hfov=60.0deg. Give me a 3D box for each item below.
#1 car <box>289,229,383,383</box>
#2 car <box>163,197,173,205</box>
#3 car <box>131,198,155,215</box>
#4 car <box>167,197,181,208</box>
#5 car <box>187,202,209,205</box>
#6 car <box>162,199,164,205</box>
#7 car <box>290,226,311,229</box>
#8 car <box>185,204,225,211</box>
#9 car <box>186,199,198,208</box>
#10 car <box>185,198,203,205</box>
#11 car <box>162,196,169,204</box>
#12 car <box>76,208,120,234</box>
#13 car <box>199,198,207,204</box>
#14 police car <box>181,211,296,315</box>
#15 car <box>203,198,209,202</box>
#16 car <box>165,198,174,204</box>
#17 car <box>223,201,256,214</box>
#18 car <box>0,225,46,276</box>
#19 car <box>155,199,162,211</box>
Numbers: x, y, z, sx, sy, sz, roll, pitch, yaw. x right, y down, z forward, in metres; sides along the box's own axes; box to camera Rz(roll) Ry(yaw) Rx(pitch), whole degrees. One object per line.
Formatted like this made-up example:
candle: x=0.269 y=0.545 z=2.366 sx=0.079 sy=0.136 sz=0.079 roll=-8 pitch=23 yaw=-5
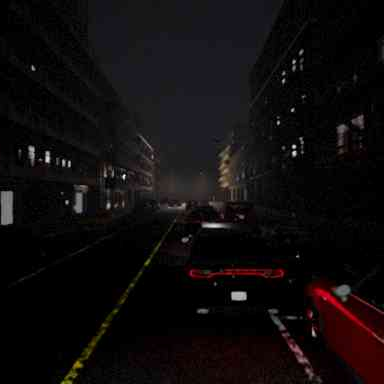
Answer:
car: x=2.697 y=1.471 z=3.699 sx=1.967 sy=1.590 sz=4.097 roll=0 pitch=0 yaw=0
car: x=-5.589 y=2.042 z=76.983 sx=1.967 sy=1.590 sz=4.097 roll=0 pitch=0 yaw=0
car: x=-5.640 y=1.739 z=37.531 sx=1.967 sy=1.590 sz=4.097 roll=0 pitch=0 yaw=0
car: x=-2.924 y=1.986 z=58.506 sx=1.812 sy=1.442 sz=4.674 roll=0 pitch=0 yaw=0
car: x=0.815 y=1.696 z=23.805 sx=1.837 sy=1.490 sz=4.892 roll=0 pitch=0 yaw=-2
car: x=-5.626 y=1.968 z=48.802 sx=1.802 sy=1.307 sz=4.206 roll=0 pitch=0 yaw=0
car: x=2.705 y=1.627 z=9.333 sx=2.008 sy=1.369 sz=4.403 roll=0 pitch=0 yaw=0
car: x=0.690 y=1.626 z=17.902 sx=1.882 sy=1.535 sz=5.008 roll=0 pitch=-1 yaw=5
car: x=0.077 y=2.013 z=59.212 sx=2.033 sy=1.411 sz=5.357 roll=0 pitch=0 yaw=0
car: x=0.069 y=1.852 z=45.518 sx=2.128 sy=1.511 sz=4.902 roll=0 pitch=0 yaw=0
car: x=-5.595 y=1.874 z=71.349 sx=2.192 sy=1.841 sz=5.009 roll=0 pitch=0 yaw=0
car: x=-5.662 y=1.690 z=20.450 sx=1.752 sy=1.417 sz=4.829 roll=0 pitch=0 yaw=0
car: x=2.799 y=2.189 z=82.605 sx=1.887 sy=1.381 sz=4.507 roll=0 pitch=0 yaw=0
police car: x=0.769 y=1.491 z=7.947 sx=1.930 sy=1.638 sz=5.238 roll=0 pitch=0 yaw=0
car: x=2.784 y=2.085 z=71.503 sx=1.752 sy=1.417 sz=4.829 roll=0 pitch=0 yaw=0
car: x=-5.582 y=2.189 z=82.620 sx=1.887 sy=1.381 sz=4.507 roll=0 pitch=0 yaw=0
car: x=2.720 y=1.481 z=20.608 sx=2.192 sy=1.841 sz=5.009 roll=0 pitch=0 yaw=0
car: x=-5.676 y=1.643 z=9.347 sx=1.947 sy=1.339 sz=4.313 roll=0 pitch=0 yaw=0
car: x=-5.632 y=1.657 z=43.168 sx=2.192 sy=1.841 sz=5.009 roll=0 pitch=0 yaw=0
